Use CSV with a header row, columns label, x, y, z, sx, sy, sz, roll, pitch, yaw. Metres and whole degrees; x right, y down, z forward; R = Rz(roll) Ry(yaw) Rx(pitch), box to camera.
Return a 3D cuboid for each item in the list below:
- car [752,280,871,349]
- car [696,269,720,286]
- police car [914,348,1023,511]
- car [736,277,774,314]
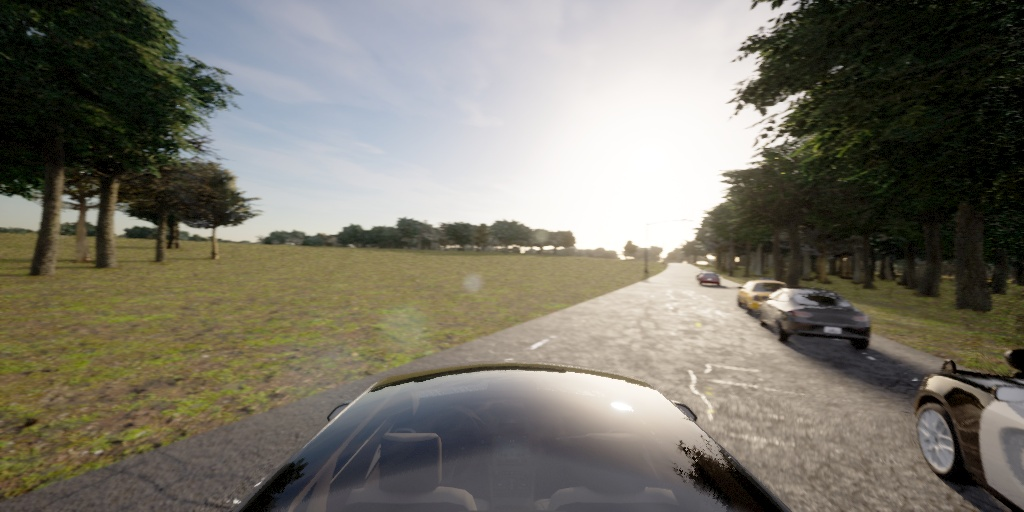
label,x,y,z,sx,sy,sz,roll,pitch,yaw
car,8.704,1.667,10.657,1.812,1.442,4.674,1,-1,26
car,20.784,2.354,37.800,1.994,1.385,4.181,1,-1,27
police car,4.334,1.316,1.785,1.930,1.638,5.238,1,-1,26
car,11.432,1.745,16.217,1.801,1.575,5.366,1,-1,26
